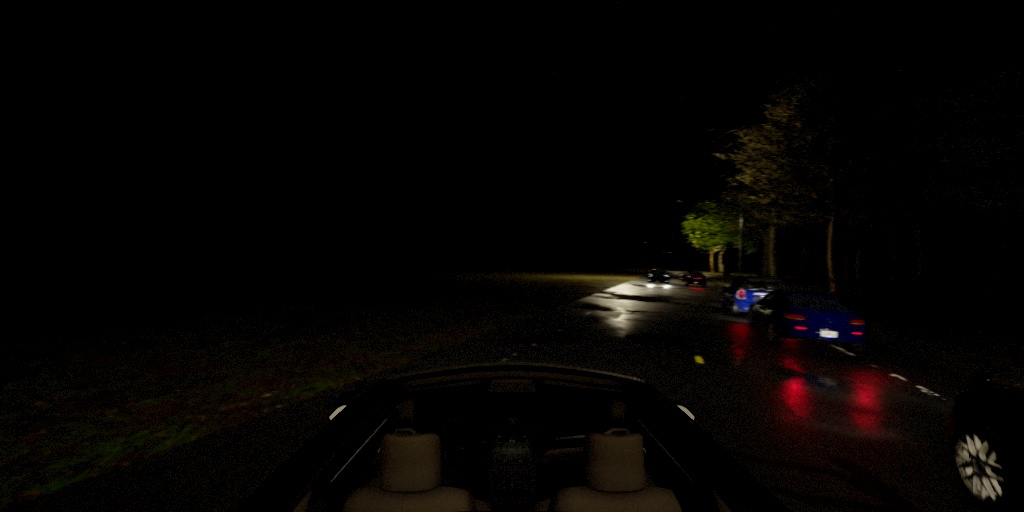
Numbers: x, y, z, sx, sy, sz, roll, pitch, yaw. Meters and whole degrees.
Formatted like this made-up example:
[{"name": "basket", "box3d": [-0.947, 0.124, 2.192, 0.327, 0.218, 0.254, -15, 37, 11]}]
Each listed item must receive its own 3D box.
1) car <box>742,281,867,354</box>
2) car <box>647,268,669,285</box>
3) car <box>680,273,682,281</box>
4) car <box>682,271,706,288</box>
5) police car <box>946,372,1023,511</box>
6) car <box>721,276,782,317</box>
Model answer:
[{"name": "car", "box3d": [8.291, 1.703, 10.426, 1.812, 1.442, 4.674, 2, -1, 24]}, {"name": "car", "box3d": [16.189, 2.157, 39.604, 2.097, 1.767, 4.553, 2, -1, 24]}, {"name": "car", "box3d": [23.392, 2.675, 47.282, 1.837, 1.490, 4.892, 2, 0, 24]}, {"name": "car", "box3d": [19.047, 2.411, 37.328, 1.837, 1.490, 4.892, 2, 0, 24]}, {"name": "police car", "box3d": [4.307, 1.353, 1.379, 1.930, 1.638, 5.238, 2, -1, 24]}, {"name": "car", "box3d": [10.706, 1.685, 15.890, 2.097, 1.767, 4.553, 2, -1, 24]}]
